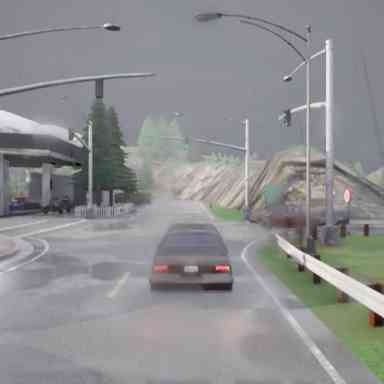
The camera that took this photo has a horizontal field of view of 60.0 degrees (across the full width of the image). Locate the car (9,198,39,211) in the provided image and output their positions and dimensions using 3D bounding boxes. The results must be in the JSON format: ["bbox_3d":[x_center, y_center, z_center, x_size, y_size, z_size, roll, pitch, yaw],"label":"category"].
[{"bbox_3d":[-20.255,1.494,40.372,2.242,1.667,4.611,0,0,-1],"label":"car"}]

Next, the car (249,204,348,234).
[{"bbox_3d":[5.633,1.377,18.064,2.033,1.411,5.357,-1,0,-41],"label":"car"}]

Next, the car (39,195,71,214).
[{"bbox_3d":[-14.546,1.325,36.097,1.905,1.878,3.866,0,0,-1],"label":"car"}]

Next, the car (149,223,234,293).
[{"bbox_3d":[0.012,1.551,8.989,2.033,1.411,5.357,0,0,1],"label":"car"}]
